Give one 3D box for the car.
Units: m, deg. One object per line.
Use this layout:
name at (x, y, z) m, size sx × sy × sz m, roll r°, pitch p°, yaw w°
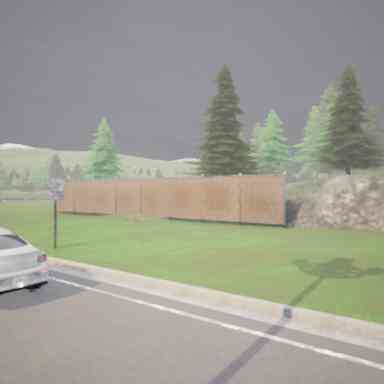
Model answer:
car at (-5.152, 1.516, 7.702) m, size 4.674 × 1.442 × 1.812 m, roll 0°, pitch 0°, yaw 36°
